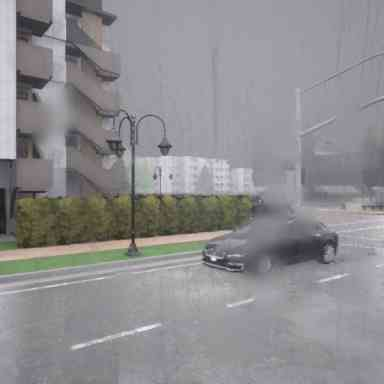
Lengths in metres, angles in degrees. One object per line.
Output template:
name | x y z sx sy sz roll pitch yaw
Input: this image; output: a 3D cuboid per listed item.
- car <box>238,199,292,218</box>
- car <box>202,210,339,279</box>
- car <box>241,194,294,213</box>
car | 6.794 1.478 31.596 1.882 1.535 5.008 0 0 -37
car | 2.536 1.505 10.132 4.892 1.490 1.837 0 0 -36
car | 5.690 1.221 27.279 2.150 2.045 5.566 0 0 -38
